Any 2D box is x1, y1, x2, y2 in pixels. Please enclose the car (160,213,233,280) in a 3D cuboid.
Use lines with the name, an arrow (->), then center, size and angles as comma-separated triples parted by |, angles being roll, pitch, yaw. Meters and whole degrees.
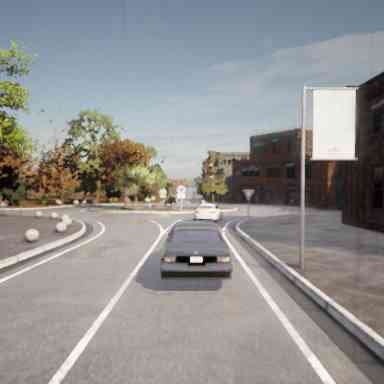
car -> 0.100, 1.583, 10.030 | 2.033, 1.411, 5.357 | 0, 0, 0

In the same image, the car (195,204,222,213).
car -> 1.344, 1.643, 26.505 | 1.812, 1.442, 4.674 | 0, 0, 11
